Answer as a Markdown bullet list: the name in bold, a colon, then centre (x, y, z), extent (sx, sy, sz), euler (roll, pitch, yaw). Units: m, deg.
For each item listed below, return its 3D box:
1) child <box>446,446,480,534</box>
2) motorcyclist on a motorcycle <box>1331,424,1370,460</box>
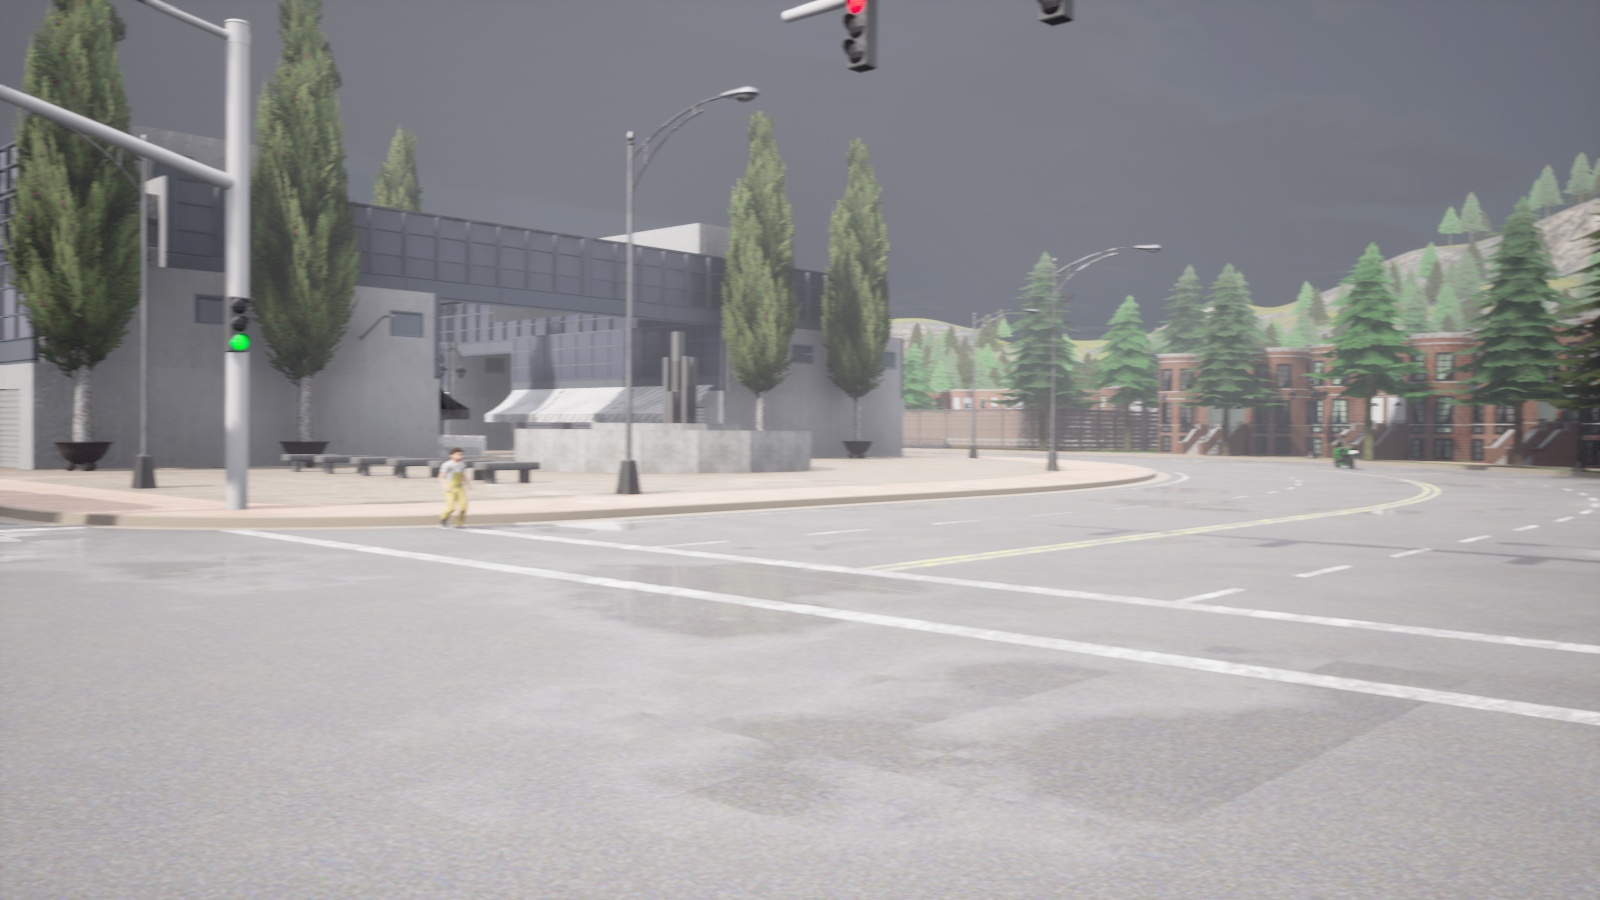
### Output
- **child**: centre (-4.890, 0.574, 18.199), extent (0.437, 1.263, 0.270), euler (0, 1, 43)
- **motorcyclist on a motorcycle**: centre (23.846, -0.345, 54.441), extent (0.797, 1.523, 2.044), euler (-1, 1, 1)
